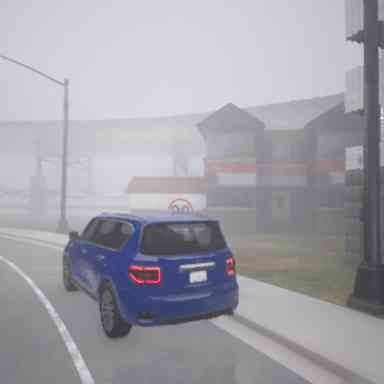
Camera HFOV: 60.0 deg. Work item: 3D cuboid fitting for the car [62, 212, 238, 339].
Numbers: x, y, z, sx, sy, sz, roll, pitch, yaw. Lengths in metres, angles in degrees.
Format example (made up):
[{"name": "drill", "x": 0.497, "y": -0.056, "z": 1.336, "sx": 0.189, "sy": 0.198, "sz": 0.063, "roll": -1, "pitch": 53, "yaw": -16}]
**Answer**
[{"name": "car", "x": -1.319, "y": 1.456, "z": 7.404, "sx": 2.150, "sy": 2.045, "sz": 5.566, "roll": 2, "pitch": -2, "yaw": -32}]
